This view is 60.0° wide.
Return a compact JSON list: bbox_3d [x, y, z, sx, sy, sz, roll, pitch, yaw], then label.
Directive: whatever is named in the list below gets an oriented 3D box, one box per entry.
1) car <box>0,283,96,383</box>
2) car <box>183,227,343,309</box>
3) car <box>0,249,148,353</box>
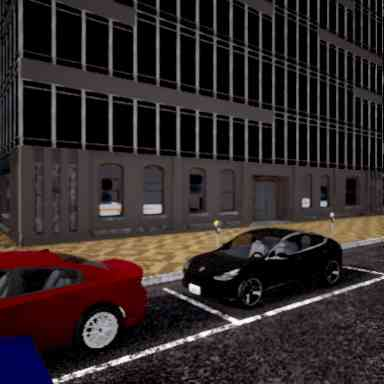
[{"bbox_3d":[-2.980,1.605,1.252,4.718,1.301,1.895,0,0,-35],"label":"car"},{"bbox_3d":[1.830,1.553,7.863,4.313,1.339,1.947,0,0,-35],"label":"car"},{"bbox_3d":[-2.804,1.545,4.557,4.507,1.381,1.887,0,0,-35],"label":"car"}]
